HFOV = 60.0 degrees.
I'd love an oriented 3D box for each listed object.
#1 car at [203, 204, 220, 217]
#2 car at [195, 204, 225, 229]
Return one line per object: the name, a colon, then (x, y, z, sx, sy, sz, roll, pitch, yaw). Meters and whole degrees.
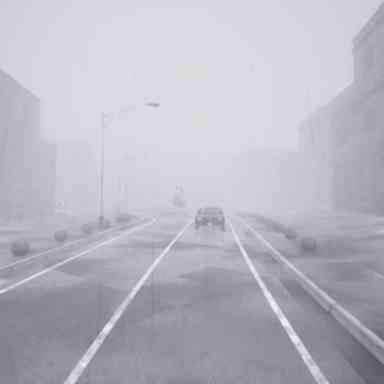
car: (2.339, 2.261, 40.444, 1.882, 1.535, 5.008, 0, -4, 2)
car: (1.234, 1.700, 22.450, 1.895, 1.301, 4.718, 0, -1, 4)
